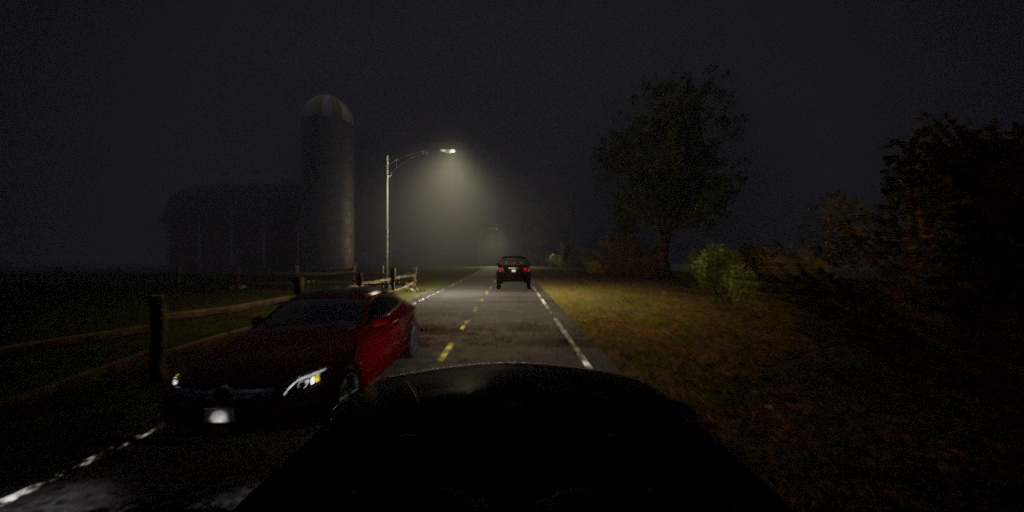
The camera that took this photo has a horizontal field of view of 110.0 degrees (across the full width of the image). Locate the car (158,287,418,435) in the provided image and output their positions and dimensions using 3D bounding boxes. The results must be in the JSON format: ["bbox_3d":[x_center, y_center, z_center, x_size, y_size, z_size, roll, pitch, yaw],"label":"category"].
[{"bbox_3d":[-2.835,1.274,5.798,1.812,1.442,4.674,0,0,0],"label":"car"}]

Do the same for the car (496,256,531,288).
[{"bbox_3d":[0.104,0.991,23.885,2.150,2.045,5.566,0,0,0],"label":"car"}]
